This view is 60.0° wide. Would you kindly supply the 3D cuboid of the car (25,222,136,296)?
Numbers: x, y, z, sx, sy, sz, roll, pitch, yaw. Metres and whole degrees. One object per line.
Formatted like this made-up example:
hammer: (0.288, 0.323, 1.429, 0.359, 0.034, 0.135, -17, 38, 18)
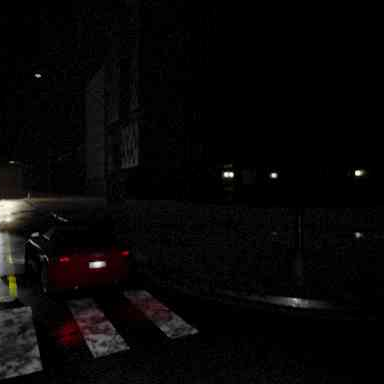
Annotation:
car: (-3.049, 1.473, 8.629, 1.994, 1.385, 4.181, -1, 1, -33)
